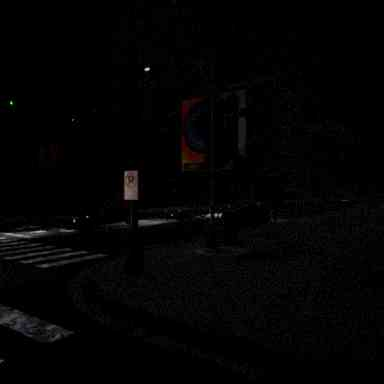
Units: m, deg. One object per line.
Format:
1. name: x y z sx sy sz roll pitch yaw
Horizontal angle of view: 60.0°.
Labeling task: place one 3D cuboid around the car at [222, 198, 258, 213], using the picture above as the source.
1. car: 5.620 1.550 38.424 2.128 1.511 4.902 0 0 35

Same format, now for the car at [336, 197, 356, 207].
1. car: 26.372 1.627 56.196 2.128 1.511 4.902 0 0 35

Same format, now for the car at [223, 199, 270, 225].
1. car: 4.192 1.521 24.816 1.882 1.535 5.008 0 0 35

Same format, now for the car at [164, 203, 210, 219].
1. car: -0.408 1.638 29.932 1.895 1.301 4.718 0 0 36

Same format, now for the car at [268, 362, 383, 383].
1. car: 2.209 1.551 1.270 4.403 1.369 2.008 0 0 36

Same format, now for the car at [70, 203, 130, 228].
1. car: -5.767 1.513 22.325 2.128 1.511 4.902 0 0 36

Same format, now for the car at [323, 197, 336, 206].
1. car: 24.988 1.665 59.869 1.812 1.442 4.674 0 0 35
